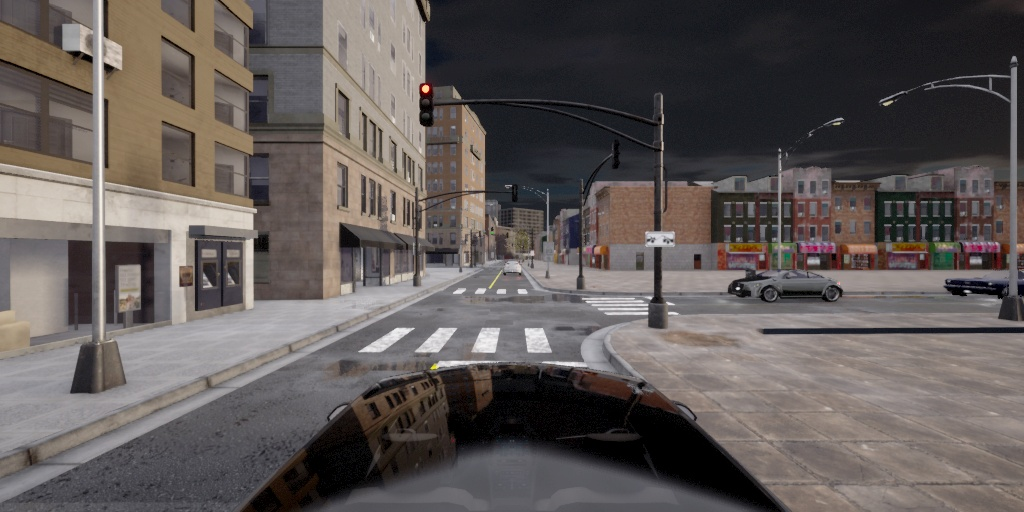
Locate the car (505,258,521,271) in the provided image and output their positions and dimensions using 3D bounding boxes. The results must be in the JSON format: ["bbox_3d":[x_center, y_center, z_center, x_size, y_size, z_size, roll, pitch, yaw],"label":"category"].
[{"bbox_3d":[0.082,1.115,49.649,2.097,1.767,4.553,0,0,0],"label":"car"}]

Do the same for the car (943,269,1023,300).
[{"bbox_3d":[22.529,1.259,16.018,4.718,1.301,1.895,0,0,0],"label":"car"}]

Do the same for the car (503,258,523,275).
[{"bbox_3d":[0.064,1.283,38.402,1.812,1.442,4.674,0,0,0],"label":"car"}]

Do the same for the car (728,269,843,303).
[{"bbox_3d":[12.041,1.261,15.962,4.181,1.385,1.994,0,0,0],"label":"car"}]
